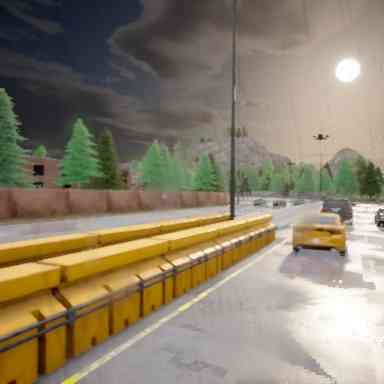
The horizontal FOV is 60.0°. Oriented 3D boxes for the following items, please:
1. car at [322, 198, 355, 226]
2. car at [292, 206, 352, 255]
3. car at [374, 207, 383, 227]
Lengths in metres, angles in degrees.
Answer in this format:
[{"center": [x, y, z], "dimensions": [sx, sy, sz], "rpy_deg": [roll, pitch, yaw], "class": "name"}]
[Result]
[{"center": [11.449, 1.473, 26.080], "dimensions": [2.150, 2.045, 5.566], "rpy_deg": [0, 0, 26], "class": "car"}, {"center": [5.558, 1.605, 14.117], "dimensions": [1.882, 1.535, 5.008], "rpy_deg": [0, 0, 27], "class": "car"}, {"center": [14.556, 1.817, 24.476], "dimensions": [2.033, 1.411, 5.357], "rpy_deg": [0, 0, 27], "class": "car"}]
